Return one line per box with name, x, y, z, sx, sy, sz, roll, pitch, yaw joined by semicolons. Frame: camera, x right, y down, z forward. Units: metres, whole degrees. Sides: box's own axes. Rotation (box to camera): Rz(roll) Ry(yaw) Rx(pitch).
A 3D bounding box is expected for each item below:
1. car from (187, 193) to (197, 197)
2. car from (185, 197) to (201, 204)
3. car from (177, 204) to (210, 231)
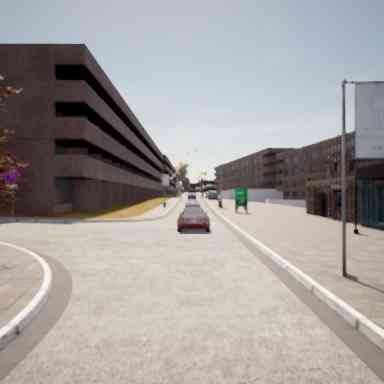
car;0.011;1.037;74.443;1.837;1.490;4.892;0;0;0
car;0.105;1.637;39.207;2.033;1.411;5.357;0;0;0
car;0.103;1.671;21.215;1.994;1.385;4.181;0;0;0
